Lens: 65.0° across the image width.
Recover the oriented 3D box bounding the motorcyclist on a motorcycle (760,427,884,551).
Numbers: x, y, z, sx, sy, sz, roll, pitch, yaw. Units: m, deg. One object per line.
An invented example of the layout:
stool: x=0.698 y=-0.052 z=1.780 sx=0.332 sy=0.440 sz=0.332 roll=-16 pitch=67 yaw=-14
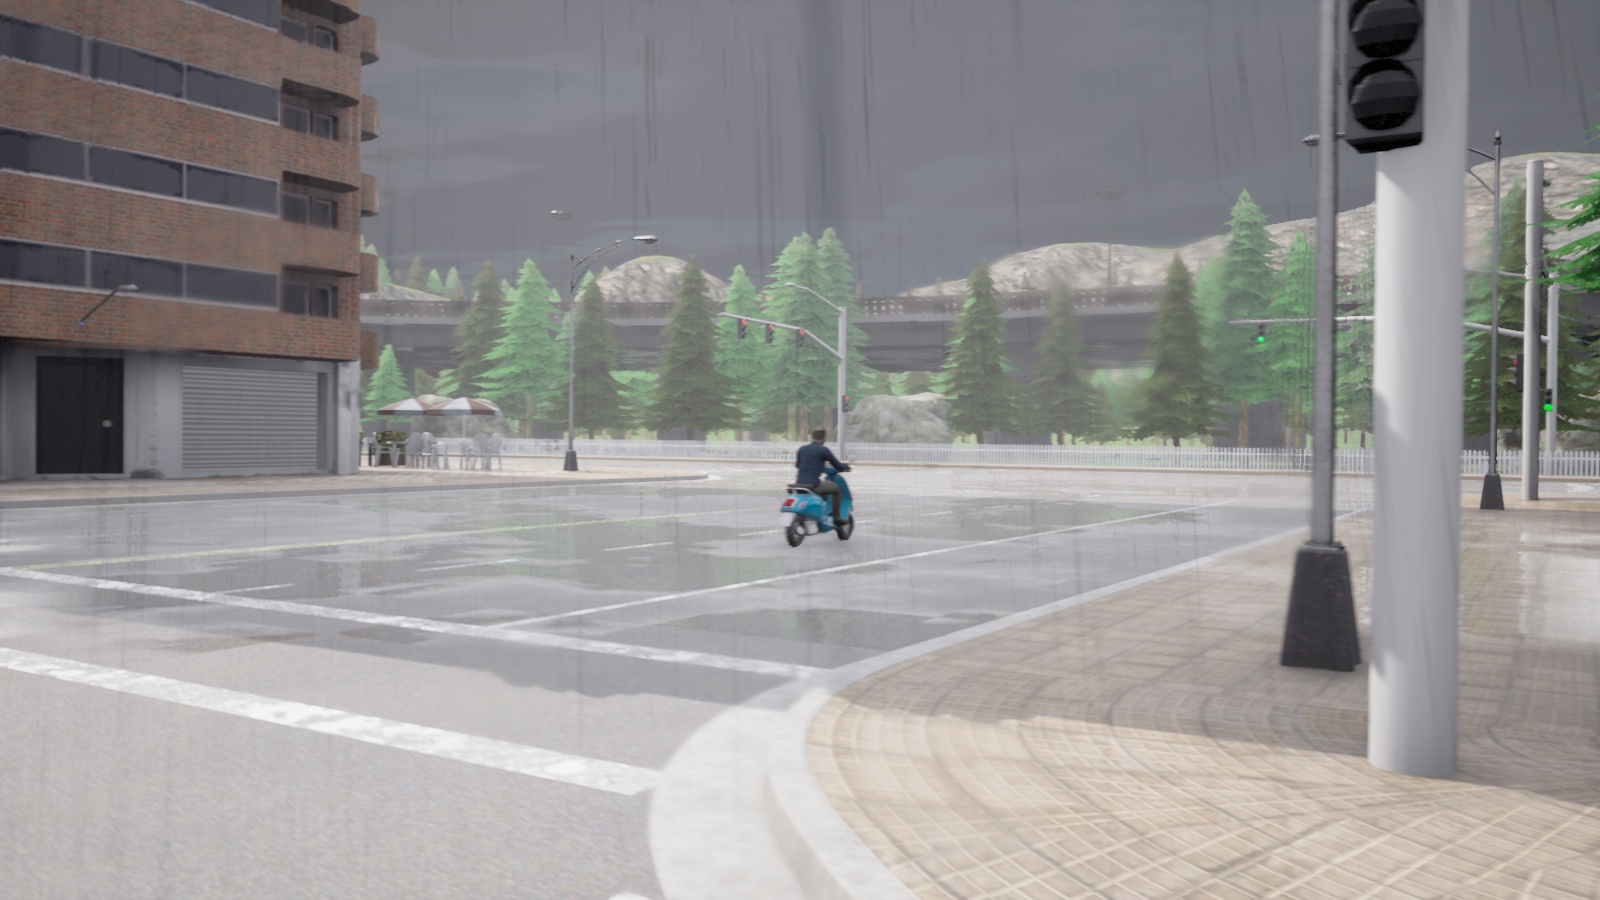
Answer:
motorcyclist on a motorcycle: x=0.331 y=0.490 z=17.079 sx=0.866 sy=1.590 sz=1.817 roll=0 pitch=1 yaw=32
